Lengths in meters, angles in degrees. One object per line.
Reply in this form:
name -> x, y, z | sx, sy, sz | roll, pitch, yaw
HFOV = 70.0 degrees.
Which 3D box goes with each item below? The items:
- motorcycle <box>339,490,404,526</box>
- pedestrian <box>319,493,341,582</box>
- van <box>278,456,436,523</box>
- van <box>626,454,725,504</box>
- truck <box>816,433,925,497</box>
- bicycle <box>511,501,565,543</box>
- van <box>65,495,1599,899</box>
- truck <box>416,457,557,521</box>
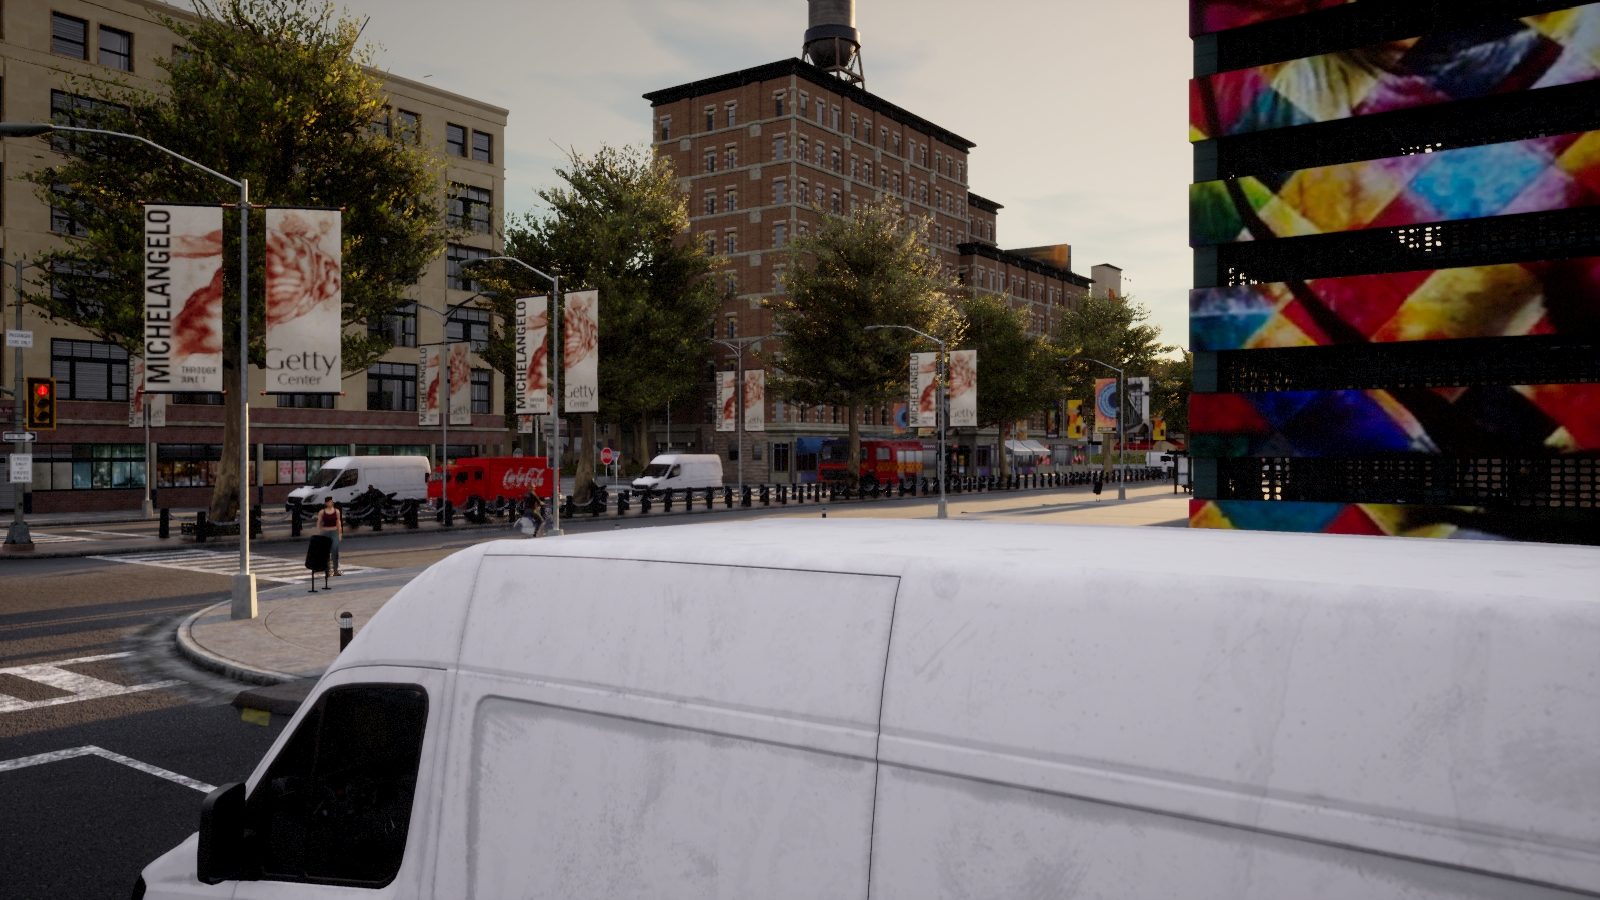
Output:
motorcycle -> -16.269, 2.205, 43.436 | 0.867, 1.251, 2.209 | 0, 0, 36
pedestrian -> -10.013, 1.848, 24.341 | 0.375, 1.860, 0.375 | 0, 0, -31
van -> -18.065, 1.534, 46.934 | 1.988, 2.561, 5.915 | 0, 0, 36
van -> -6.770, 1.534, 62.777 | 1.988, 2.561, 5.915 | 0, 0, 36
truck -> 4.600, 0.890, 72.693 | 2.891, 3.827, 8.468 | 0, 0, 35
bicycle -> -8.058, 2.210, 35.199 | 0.329, 1.171, 1.835 | 0, 0, 36
van -> -0.118, 1.534, 3.913 | 5.915, 2.561, 1.988 | 0, 0, 36
truck -> -13.076, 1.565, 47.908 | 2.627, 2.467, 5.204 | 0, 0, 36
